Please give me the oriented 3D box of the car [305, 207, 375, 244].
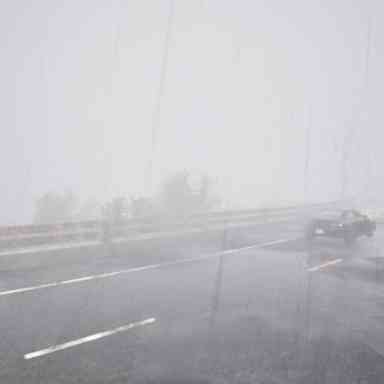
[{"bbox_3d":[6.816,1.422,15.226,1.812,1.442,4.674,0,0,44],"label":"car"}]
